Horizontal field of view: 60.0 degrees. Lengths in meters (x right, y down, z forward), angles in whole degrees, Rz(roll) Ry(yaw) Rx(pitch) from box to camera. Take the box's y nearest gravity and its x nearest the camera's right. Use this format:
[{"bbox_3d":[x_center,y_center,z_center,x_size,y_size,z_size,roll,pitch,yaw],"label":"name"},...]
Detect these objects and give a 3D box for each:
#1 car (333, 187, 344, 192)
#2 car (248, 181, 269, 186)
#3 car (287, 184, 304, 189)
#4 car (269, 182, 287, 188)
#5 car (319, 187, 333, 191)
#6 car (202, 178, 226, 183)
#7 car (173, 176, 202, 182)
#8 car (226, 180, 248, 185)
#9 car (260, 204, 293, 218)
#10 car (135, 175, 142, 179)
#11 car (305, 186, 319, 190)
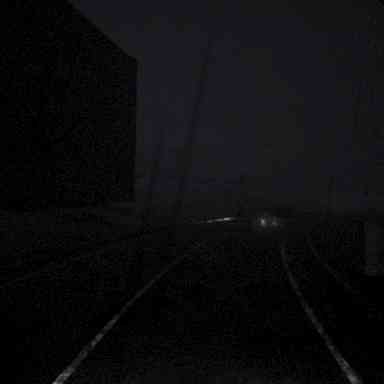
[{"bbox_3d":[36.463,-0.322,86.084,4.553,1.767,2.185,4,-6,-36],"label":"car"},{"bbox_3d":[13.263,-1.542,70.784,5.008,1.535,2.097,3,-5,-30],"label":"car"},{"bbox_3d":[22.836,-1.000,76.671,4.792,1.488,2.163,3,-5,-32],"label":"car"},{"bbox_3d":[17.998,-1.420,73.629,4.553,1.767,2.185,3,-5,-31],"label":"car"},{"bbox_3d":[31.901,-0.500,82.777,4.892,1.521,2.231,3,-5,-35],"label":"car"},{"bbox_3d":[3.573,-2.008,65.397,4.892,1.521,2.231,2,-5,-27],"label":"car"},{"bbox_3d":[-1.324,-2.210,62.859,4.892,1.521,2.231,2,-5,-27],"label":"car"},{"bbox_3d":[8.447,-1.742,68.036,4.674,1.452,2.002,3,-5,-29],"label":"car"},{"bbox_3d":[9.349,2.041,36.422,2.033,1.411,5.357,-3,-3,37],"label":"car"},{"bbox_3d":[-11.040,-2.708,57.850,4.553,1.767,2.185,2,-5,-27],"label":"car"},{"bbox_3d":[27.442,-0.728,79.701,4.674,1.452,2.002,3,-5,-33],"label":"car"}]
